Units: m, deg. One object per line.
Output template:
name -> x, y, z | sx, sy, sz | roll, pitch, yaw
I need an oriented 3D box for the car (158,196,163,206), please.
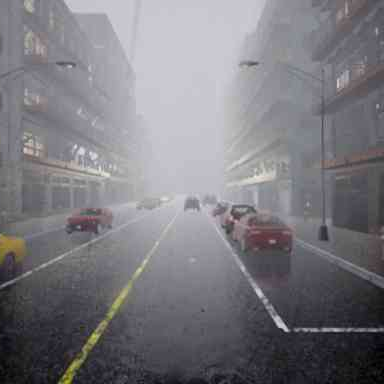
car -> -5.676, 1.497, 46.564 | 2.008, 1.369, 4.403 | 1, 0, 0

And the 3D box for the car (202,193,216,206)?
car -> 2.709, 1.255, 52.072 | 2.192, 1.841, 5.009 | 1, 0, 0

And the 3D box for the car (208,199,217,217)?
car -> 2.703, 1.546, 29.978 | 1.802, 1.307, 4.206 | 1, 0, 0

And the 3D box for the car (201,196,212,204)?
car -> 2.708, 1.495, 63.118 | 1.947, 1.339, 4.313 | 1, 0, 0

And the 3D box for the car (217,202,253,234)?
car -> 2.702, 1.417, 18.931 | 1.967, 1.590, 4.097 | 1, 0, 0

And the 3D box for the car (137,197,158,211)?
car -> -5.676, 1.477, 40.870 | 1.752, 1.417, 4.829 | 1, 0, 0

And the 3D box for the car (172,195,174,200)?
car -> -5.671, 1.470, 74.180 | 2.008, 1.369, 4.403 | 1, 0, 0

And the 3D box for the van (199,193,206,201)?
van -> 2.714, 1.252, 85.212 | 1.690, 1.788, 3.998 | 1, 0, 0

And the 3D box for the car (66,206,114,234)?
car -> -5.680, 1.521, 18.946 | 1.887, 1.381, 4.507 | 1, 0, 0

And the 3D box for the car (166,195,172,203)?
car -> -5.671, 1.450, 68.486 | 1.752, 1.417, 4.829 | 1, 0, 0

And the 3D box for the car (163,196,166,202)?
car -> -5.675, 1.485, 52.087 | 1.887, 1.381, 4.507 | 1, 0, 0

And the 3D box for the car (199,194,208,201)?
car -> 2.712, 1.355, 79.689 | 1.967, 1.590, 4.097 | 1, 0, 0

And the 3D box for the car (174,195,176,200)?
car -> -5.668, 1.458, 90.751 | 2.008, 1.369, 4.403 | 1, 0, 0

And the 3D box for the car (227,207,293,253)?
car -> 2.700, 1.528, 13.407 | 1.887, 1.381, 4.507 | 1, 0, 0

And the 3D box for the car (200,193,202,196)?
car -> 0.010, 1.294, 49.781 | 2.097, 1.767, 4.553 | 0, 0, 0

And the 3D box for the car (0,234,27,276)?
car -> -5.681, 1.516, 7.729 | 1.752, 1.417, 4.829 | 1, 0, 0

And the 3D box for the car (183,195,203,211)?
car -> 0.009, 1.458, 39.252 | 1.837, 1.490, 4.892 | 0, 0, 0
